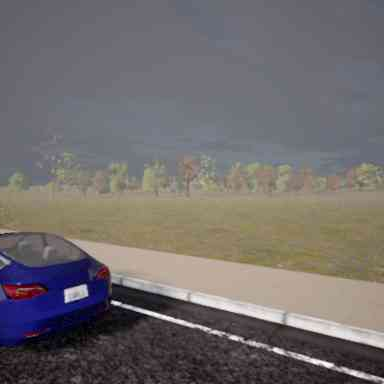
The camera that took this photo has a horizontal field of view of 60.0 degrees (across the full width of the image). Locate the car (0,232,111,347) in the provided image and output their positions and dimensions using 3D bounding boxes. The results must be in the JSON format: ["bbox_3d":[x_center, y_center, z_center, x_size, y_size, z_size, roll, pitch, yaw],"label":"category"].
[{"bbox_3d":[-3.549,1.471,6.092,4.792,1.488,2.163,0,0,35],"label":"car"}]
